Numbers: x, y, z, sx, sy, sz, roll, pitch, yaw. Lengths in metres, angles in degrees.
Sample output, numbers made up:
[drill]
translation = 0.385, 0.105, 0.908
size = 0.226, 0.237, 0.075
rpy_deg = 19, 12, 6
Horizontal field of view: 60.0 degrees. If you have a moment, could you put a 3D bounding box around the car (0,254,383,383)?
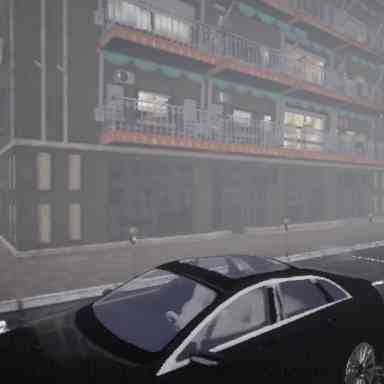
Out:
[car]
translation = 0.163, 1.509, 3.495
size = 4.902, 1.511, 2.128
rpy_deg = 1, 0, -36
